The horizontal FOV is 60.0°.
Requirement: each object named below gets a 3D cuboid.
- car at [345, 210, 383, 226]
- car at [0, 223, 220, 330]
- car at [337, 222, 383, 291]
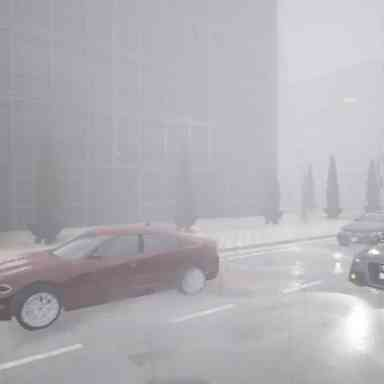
[{"bbox_3d":[8.006,1.520,13.905,4.674,1.442,1.812,0,0,-35],"label":"car"},{"bbox_3d":[-1.676,1.476,7.079,5.008,1.535,1.882,0,0,-35],"label":"car"},{"bbox_3d":[5.619,1.561,7.953,4.181,1.385,1.994,0,0,-35],"label":"car"}]
